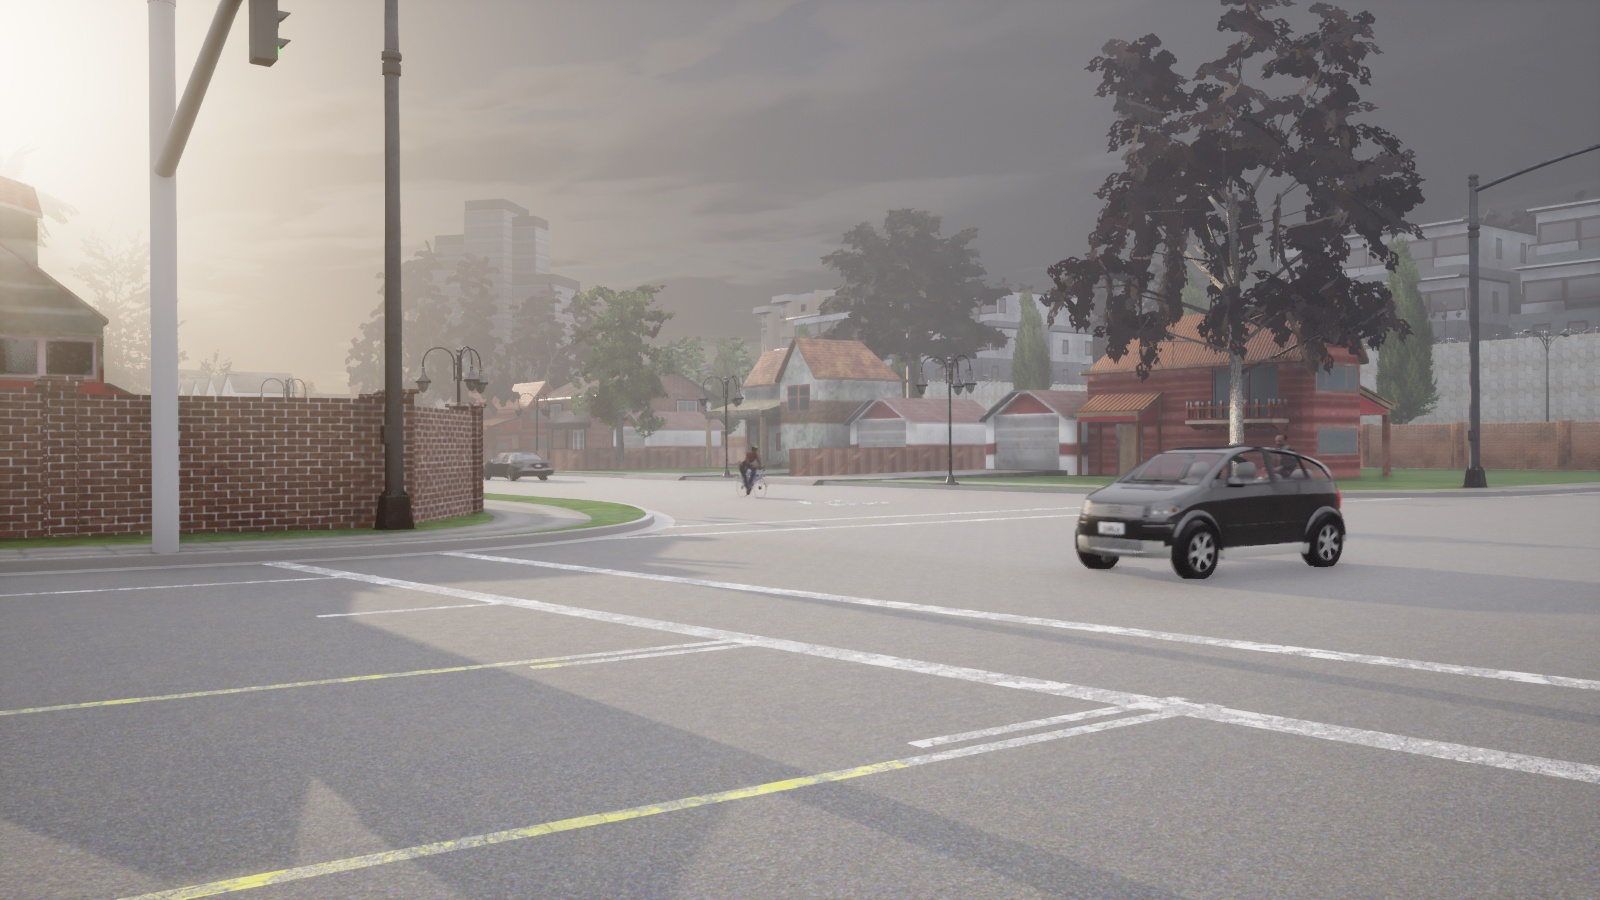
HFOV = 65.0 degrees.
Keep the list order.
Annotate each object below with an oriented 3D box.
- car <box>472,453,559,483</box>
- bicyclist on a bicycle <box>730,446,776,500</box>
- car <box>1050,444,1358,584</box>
[{"bbox_3d":[-13.958,0.852,61.419,2.033,1.411,5.357,-1,0,-38],"label":"car"},{"bbox_3d":[-1.451,0.702,38.628,0.582,1.620,1.656,-1,1,-36],"label":"bicyclist on a bicycle"},{"bbox_3d":[5.103,0.704,15.743,3.705,1.549,1.789,0,0,-35],"label":"car"}]
